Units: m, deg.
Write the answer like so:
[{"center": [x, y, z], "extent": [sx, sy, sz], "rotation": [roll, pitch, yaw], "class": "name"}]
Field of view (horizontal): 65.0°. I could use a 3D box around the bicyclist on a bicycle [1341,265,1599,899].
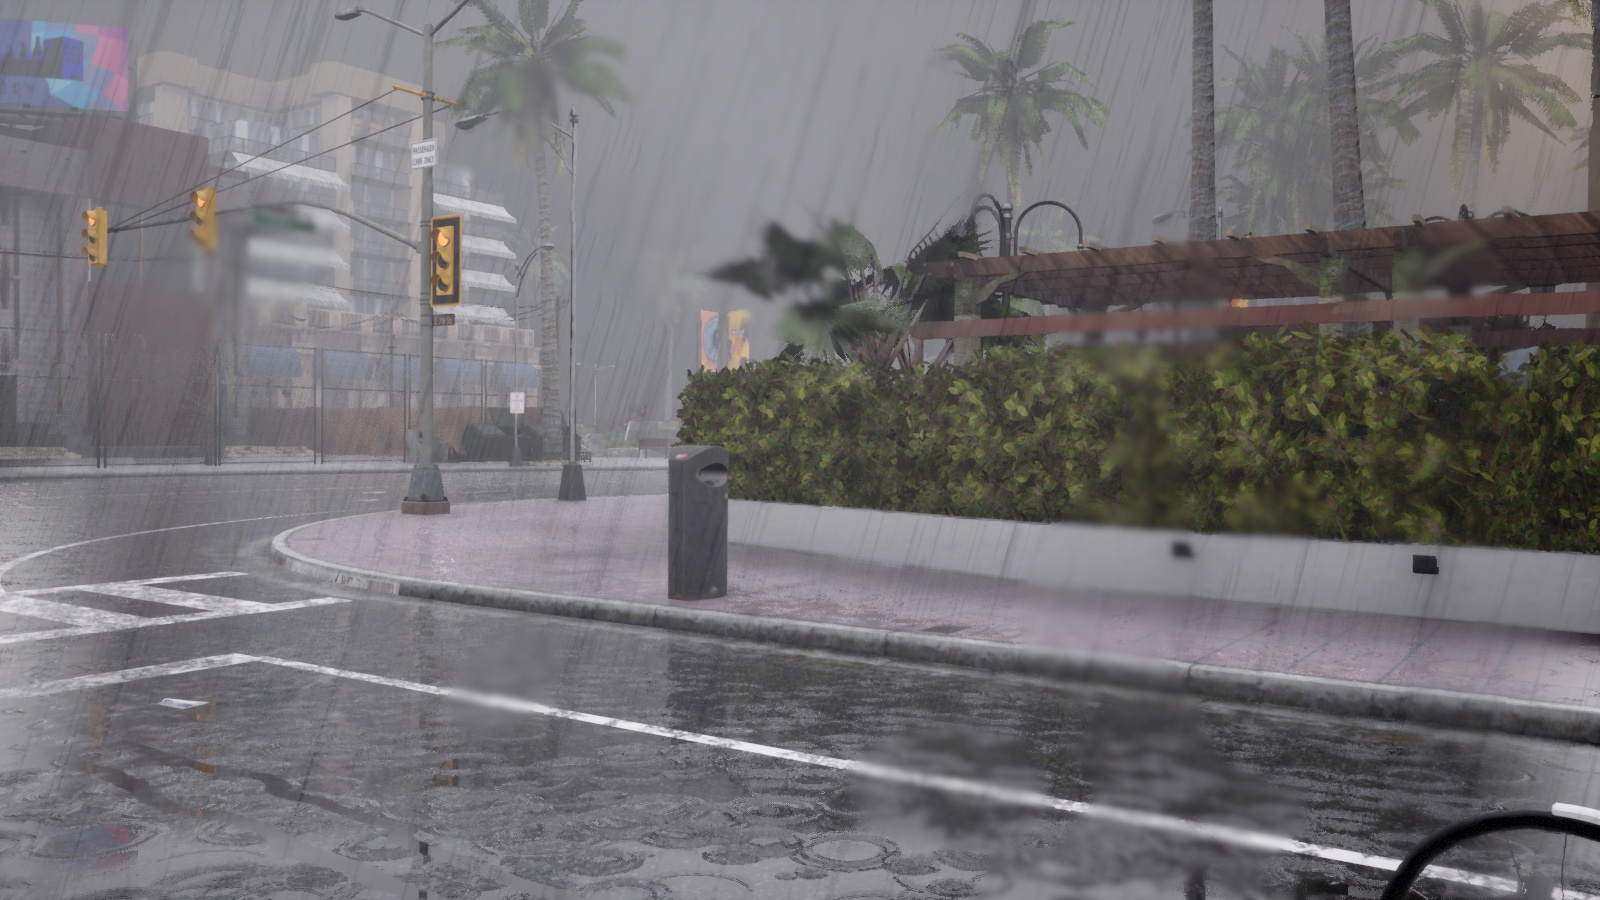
[{"center": [2.029, 0.553, 2.267], "extent": [1.843, 1.776, 0.659], "rotation": [0, 1, 34], "class": "bicyclist on a bicycle"}]
